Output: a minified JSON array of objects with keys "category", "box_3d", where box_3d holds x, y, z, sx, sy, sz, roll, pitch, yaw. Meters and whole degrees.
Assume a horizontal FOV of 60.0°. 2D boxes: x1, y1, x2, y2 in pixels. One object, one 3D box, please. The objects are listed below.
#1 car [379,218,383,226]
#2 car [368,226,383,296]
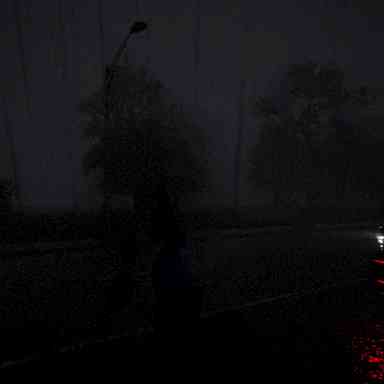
[{"category":"car","box_3d":[12.696,1.657,18.914,4.181,1.385,1.994,0,0,-25]},{"category":"car","box_3d":[5.887,1.549,7.256,4.892,1.490,1.837,0,0,-31]}]
